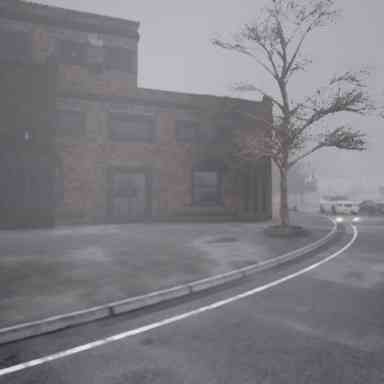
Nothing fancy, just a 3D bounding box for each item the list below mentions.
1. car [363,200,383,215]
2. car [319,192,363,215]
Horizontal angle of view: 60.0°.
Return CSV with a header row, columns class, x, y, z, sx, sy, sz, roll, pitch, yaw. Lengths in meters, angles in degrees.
class,x,y,z,sx,sy,sz,roll,pitch,yaw
car,18.006,1.487,33.402,1.812,1.442,4.674,0,0,3
car,14.738,1.252,33.723,2.150,2.045,5.566,0,0,3
